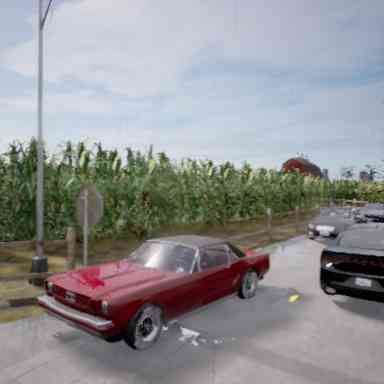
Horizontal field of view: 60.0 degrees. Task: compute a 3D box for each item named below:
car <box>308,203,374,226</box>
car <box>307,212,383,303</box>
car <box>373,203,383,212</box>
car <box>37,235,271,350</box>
[{"bbox_3d":[7.120,1.499,16.150,2.128,1.511,4.902,0,0,37],"label":"car"},{"bbox_3d":[4.583,1.483,8.004,1.882,1.535,5.008,0,0,37],"label":"car"},{"bbox_3d":[13.833,1.572,25.116,2.033,1.411,5.357,0,0,37],"label":"car"},{"bbox_3d":[-0.338,1.589,6.476,1.895,1.301,4.718,0,0,40],"label":"car"}]
